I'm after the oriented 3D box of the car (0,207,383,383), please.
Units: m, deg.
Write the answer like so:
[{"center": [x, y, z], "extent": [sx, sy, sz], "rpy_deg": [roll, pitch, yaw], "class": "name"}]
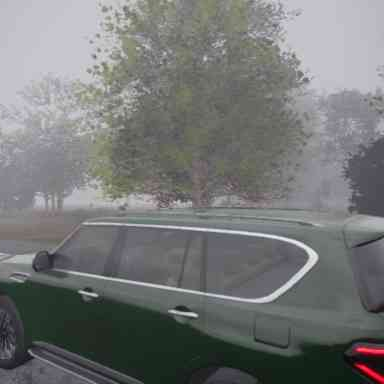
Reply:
[{"center": [-0.357, 1.207, 4.080], "extent": [5.566, 2.045, 2.150], "rpy_deg": [0, 0, 34], "class": "car"}]
